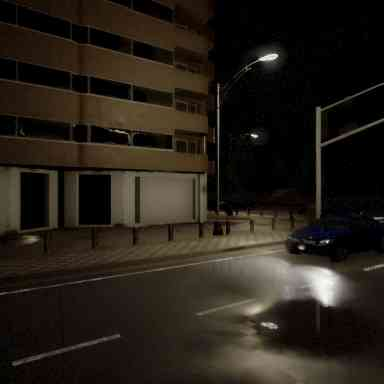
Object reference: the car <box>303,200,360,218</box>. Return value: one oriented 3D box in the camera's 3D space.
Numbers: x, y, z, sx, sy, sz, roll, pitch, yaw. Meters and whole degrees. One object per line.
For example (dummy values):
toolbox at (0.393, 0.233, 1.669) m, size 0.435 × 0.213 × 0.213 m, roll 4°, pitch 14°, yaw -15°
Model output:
car at (13.328, 1.559, 32.107) m, size 1.837 × 1.490 × 4.892 m, roll 0°, pitch 0°, yaw -36°

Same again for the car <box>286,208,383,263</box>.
car at (5.451, 1.526, 12.090) m, size 4.674 × 1.442 × 1.812 m, roll 0°, pitch 0°, yaw -35°

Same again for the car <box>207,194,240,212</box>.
car at (2.793, 1.275, 40.728) m, size 2.150 × 2.045 × 5.566 m, roll 0°, pitch 0°, yaw -36°

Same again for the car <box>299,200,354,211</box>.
car at (11.620, 1.603, 28.376) m, size 2.033 × 1.411 × 5.357 m, roll 0°, pitch 0°, yaw -33°

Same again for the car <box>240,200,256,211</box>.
car at (5.844, 1.656, 42.472) m, size 1.895 × 1.301 × 4.718 m, roll 0°, pitch 0°, yaw -36°
